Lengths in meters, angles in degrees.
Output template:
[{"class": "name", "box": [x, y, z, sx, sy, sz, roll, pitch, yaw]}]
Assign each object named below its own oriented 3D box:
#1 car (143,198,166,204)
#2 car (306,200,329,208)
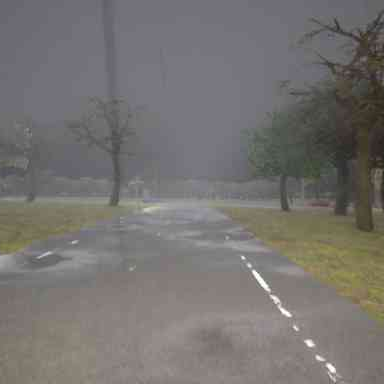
[{"class": "car", "box": [-8.984, 2.145, 79.464, 5.357, 1.411, 2.033, 2, 0, 0]}, {"class": "car", "box": [32.636, 3.028, 86.257, 5.566, 2.045, 2.150, 2, 0, 0]}]
